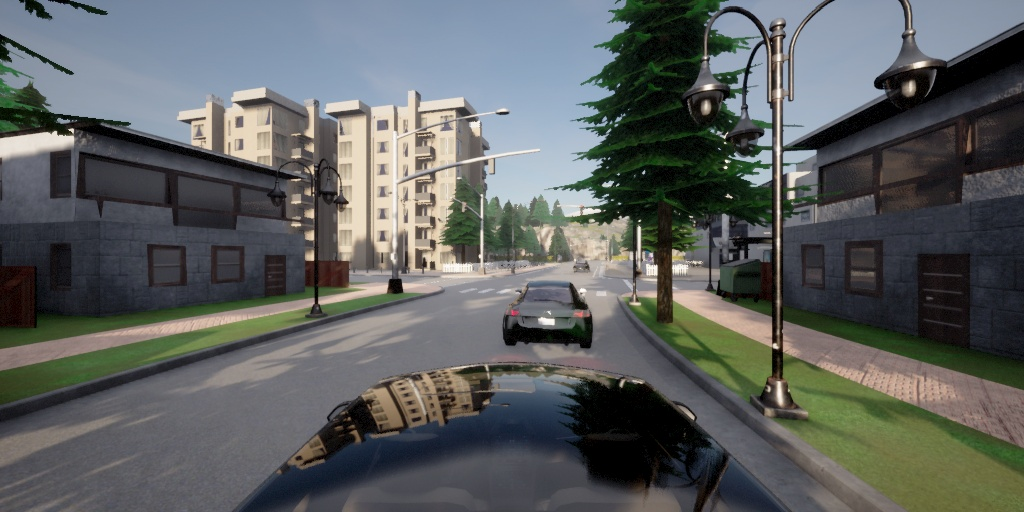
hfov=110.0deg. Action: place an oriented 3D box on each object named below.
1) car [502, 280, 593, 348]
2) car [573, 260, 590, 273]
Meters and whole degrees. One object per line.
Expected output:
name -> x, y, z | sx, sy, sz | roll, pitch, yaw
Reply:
car -> 0.994, 1.314, 9.313 | 1.994, 1.385, 4.181 | 0, 0, 8
car -> 8.733, 1.276, 44.861 | 2.128, 1.511, 4.902 | 0, 0, 14
